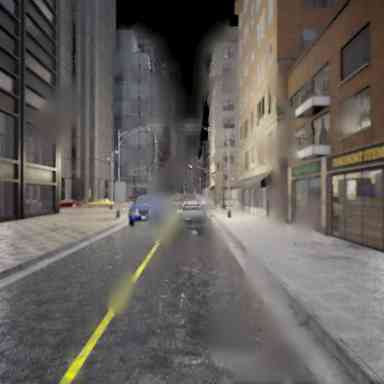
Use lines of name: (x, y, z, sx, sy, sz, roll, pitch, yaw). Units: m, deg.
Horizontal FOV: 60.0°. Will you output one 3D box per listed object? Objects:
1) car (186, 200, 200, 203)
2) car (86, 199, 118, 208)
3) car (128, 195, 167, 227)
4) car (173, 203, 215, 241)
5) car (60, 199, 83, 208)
car: (0.093, 1.541, 32.432, 2.128, 1.511, 4.902, 0, 0, 0)
car: (-14.404, 1.769, 53.174, 4.829, 1.417, 1.752, -1, 0, 0)
car: (-3.006, 1.247, 23.484, 2.150, 2.045, 5.566, 0, 0, 0)
car: (0.098, 1.535, 16.744, 1.837, 1.490, 4.892, 0, 0, 0)
car: (-19.858, 1.843, 53.142, 4.507, 1.381, 1.887, -1, 0, 0)
